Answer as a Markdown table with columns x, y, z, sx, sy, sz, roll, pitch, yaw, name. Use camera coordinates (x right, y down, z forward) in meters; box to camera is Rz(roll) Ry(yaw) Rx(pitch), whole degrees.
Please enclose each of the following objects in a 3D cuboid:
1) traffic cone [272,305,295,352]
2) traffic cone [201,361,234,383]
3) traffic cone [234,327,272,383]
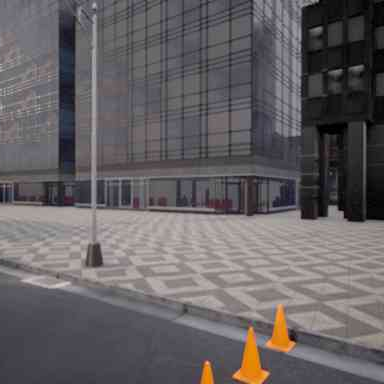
| x | y | z | sx | sy | sz | roll | pitch | yaw | name |
| --- | --- | --- | --- | --- | --- | --- | --- | --- | --- |
| 1.296 | 1.951 | 4.876 | 0.340 | 0.580 | 0.340 | 0 | 0 | 35 | traffic cone |
| 0.148 | 1.951 | 3.238 | 0.340 | 0.580 | 0.340 | 0 | 0 | 35 | traffic cone |
| 0.721 | 1.951 | 4.057 | 0.340 | 0.580 | 0.340 | 0 | 0 | 35 | traffic cone |
